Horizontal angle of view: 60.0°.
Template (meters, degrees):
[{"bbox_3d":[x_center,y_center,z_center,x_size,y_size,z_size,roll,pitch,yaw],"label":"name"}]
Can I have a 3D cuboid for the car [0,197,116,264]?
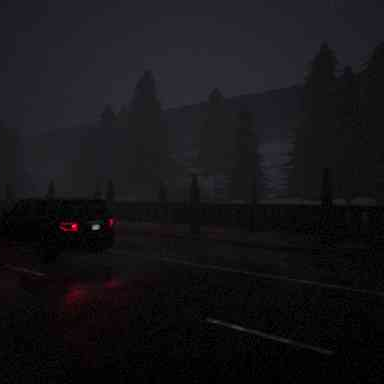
[{"bbox_3d":[-5.159,1.188,11.960,5.566,2.045,2.150,0,0,36],"label":"car"}]
